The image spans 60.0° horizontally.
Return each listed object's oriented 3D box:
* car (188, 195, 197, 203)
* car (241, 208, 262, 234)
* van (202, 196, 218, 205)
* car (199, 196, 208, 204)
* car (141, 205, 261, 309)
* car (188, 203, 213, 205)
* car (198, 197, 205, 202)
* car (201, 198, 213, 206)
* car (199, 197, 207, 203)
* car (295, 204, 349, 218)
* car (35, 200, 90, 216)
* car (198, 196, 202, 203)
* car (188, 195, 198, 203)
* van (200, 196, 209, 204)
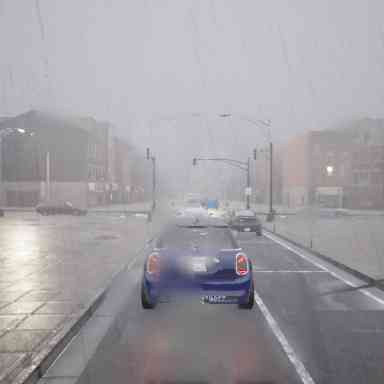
[{"bbox_3d":[0.095,1.709,85.859,2.150,2.045,5.566,0,-1,0],"label":"car"},{"bbox_3d":[2.645,1.573,18.089,2.008,1.369,4.403,-1,0,0],"label":"car"},{"bbox_3d":[2.668,1.477,45.048,1.690,1.788,3.998,-1,0,0],"label":"van"},{"bbox_3d":[2.702,1.828,76.789,1.967,1.590,4.097,-1,-1,0],"label":"car"},{"bbox_3d":[0.107,1.356,8.018,2.097,1.767,4.553,0,0,0],"label":"car"},{"bbox_3d":[0.148,1.547,17.837,1.812,1.442,4.674,0,0,1],"label":"car"},{"bbox_3d":[2.721,2.144,92.658,1.802,1.307,4.206,-2,-1,0],"label":"car"},{"bbox_3d":[2.688,1.797,60.917,2.008,1.369,4.403,-1,-1,0],"label":"car"},{"bbox_3d":[2.710,1.987,82.078,1.887,1.381,4.507,-1,-1,0],"label":"car"},{"bbox_3d":[12.822,1.822,33.077,4.718,1.301,1.895,1,1,2],"label":"car"},{"bbox_3d":[-11.686,1.460,30.157,4.674,1.442,1.812,1,1,2],"label":"car"},{"bbox_3d":[2.678,1.519,55.630,2.192,1.841,5.009,-1,0,0],"label":"car"},{"bbox_3d":[0.086,1.899,75.479,2.128,1.511,4.902,0,-1,0],"label":"car"},{"bbox_3d":[2.694,1.678,71.500,1.690,1.788,3.998,-1,-1,0],"label":"van"}]
